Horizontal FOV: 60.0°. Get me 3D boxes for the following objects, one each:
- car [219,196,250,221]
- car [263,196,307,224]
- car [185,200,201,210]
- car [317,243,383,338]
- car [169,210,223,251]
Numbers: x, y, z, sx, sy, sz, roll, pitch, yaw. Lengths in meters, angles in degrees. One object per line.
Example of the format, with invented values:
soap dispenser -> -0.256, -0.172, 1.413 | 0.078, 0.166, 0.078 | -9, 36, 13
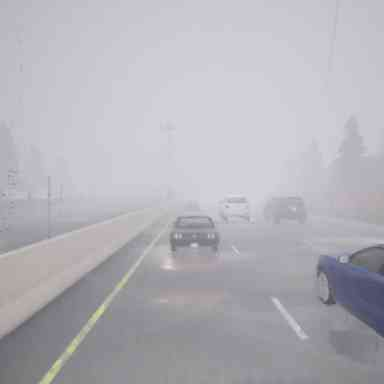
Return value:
car -> 3.589, 1.354, 28.808 | 2.150, 2.045, 5.566 | 0, 0, 0
car -> 7.091, 1.340, 25.785 | 2.150, 2.045, 5.566 | 0, 0, 0
car -> 0.086, 1.728, 44.348 | 1.812, 1.442, 4.674 | 0, 0, 0
car -> 3.597, 1.502, 5.172 | 1.882, 1.535, 5.008 | 0, 0, 0
car -> 0.094, 1.667, 14.457 | 1.895, 1.301, 4.718 | 0, 0, 0
